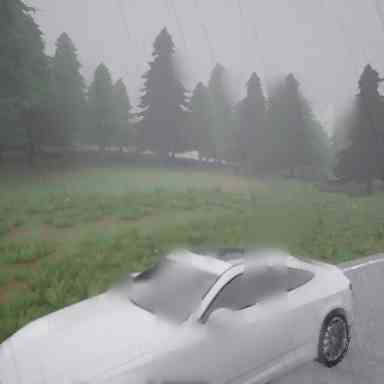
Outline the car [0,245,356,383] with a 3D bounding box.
[{"bbox_3d":[0.221,1.483,4.133,4.674,1.442,1.812,-1,1,-36],"label":"car"}]
